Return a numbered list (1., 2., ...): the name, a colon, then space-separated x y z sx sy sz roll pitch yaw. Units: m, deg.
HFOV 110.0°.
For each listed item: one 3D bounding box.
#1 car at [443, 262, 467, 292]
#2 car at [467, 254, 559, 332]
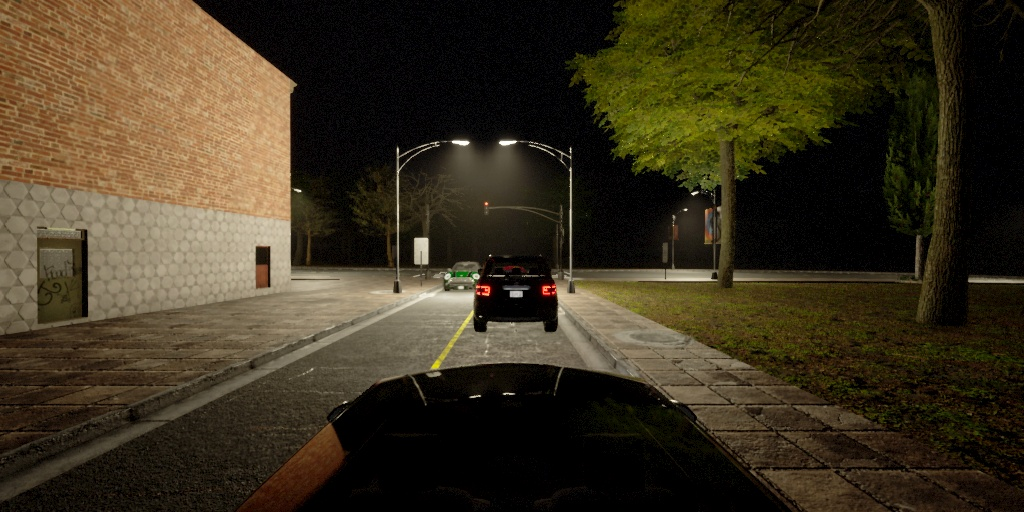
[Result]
1. car: -2.781 1.138 21.798 2.097 1.767 4.553 0 0 0
2. car: 0.088 0.980 11.002 2.150 2.045 5.566 0 0 0
